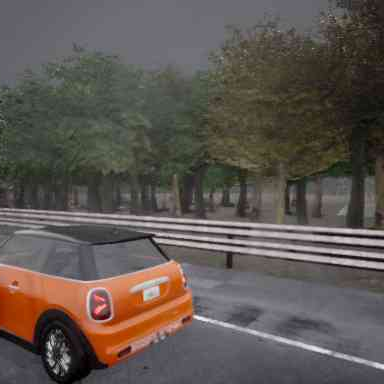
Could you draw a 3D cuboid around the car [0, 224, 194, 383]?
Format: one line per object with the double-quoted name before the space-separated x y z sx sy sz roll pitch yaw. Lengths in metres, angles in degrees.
"car" -2.264 1.348 5.609 4.553 1.767 2.097 0 0 36
